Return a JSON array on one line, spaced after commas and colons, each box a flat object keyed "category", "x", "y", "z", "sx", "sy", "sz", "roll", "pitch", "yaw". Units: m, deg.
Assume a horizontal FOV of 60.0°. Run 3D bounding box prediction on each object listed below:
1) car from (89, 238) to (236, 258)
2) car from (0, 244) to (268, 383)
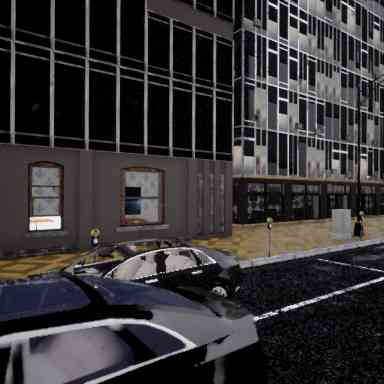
[{"category": "car", "x": -1.045, "y": 1.551, "z": 5.806, "sx": 4.403, "sy": 1.369, "sz": 2.008, "roll": 0, "pitch": 0, "yaw": -35}, {"category": "car", "x": -1.598, "y": 1.491, "z": 2.241, "sx": 4.902, "sy": 1.511, "sz": 2.128, "roll": 0, "pitch": 0, "yaw": -35}]
